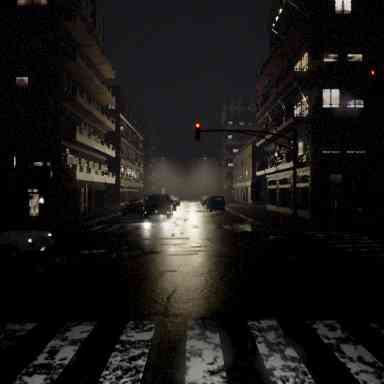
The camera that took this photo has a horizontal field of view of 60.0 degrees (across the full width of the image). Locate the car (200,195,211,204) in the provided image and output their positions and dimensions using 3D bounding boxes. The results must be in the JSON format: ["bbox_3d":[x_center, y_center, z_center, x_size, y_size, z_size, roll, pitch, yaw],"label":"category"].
[{"bbox_3d":[2.622,1.419,65.364,1.967,1.590,4.097,0,0,0],"label":"car"}]

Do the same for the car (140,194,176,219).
[{"bbox_3d":[-2.838,1.214,29.364,2.150,2.045,5.566,0,0,0],"label":"car"}]

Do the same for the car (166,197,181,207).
[{"bbox_3d":[-2.790,1.533,51.854,2.033,1.411,5.357,0,0,0],"label":"car"}]

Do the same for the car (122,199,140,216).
[{"bbox_3d":[-5.416,1.432,31.882,1.967,1.590,4.097,0,0,0],"label":"car"}]

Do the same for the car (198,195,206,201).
[{"bbox_3d":[2.641,1.527,87.691,1.947,1.339,4.313,0,0,0],"label":"car"}]

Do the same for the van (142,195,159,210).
[{"bbox_3d":[-5.372,1.329,43.046,1.690,1.788,3.998,0,0,0],"label":"van"}]

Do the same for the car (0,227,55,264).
[{"bbox_3d":[-7.346,1.682,11.438,4.718,1.301,1.895,-1,0,0],"label":"car"}]

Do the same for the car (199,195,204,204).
[{"bbox_3d":[2.614,1.550,54.202,1.947,1.339,4.313,0,0,0],"label":"car"}]

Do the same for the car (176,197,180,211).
[{"bbox_3d":[-2.821,1.553,39.362,1.994,1.385,4.181,0,0,-1],"label":"car"}]

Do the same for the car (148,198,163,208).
[{"bbox_3d":[-5.321,1.568,48.627,1.802,1.307,4.206,0,0,0],"label":"car"}]

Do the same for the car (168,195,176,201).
[{"bbox_3d":[-5.240,1.512,87.697,2.008,1.369,4.403,0,0,0],"label":"car"}]

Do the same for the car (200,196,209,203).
[{"bbox_3d":[2.627,1.520,70.946,1.887,1.381,4.507,0,0,0],"label":"car"}]

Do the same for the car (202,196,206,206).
[{"bbox_3d":[2.697,1.533,43.040,1.887,1.381,4.507,0,0,0],"label":"car"}]

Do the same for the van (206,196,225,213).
[{"bbox_3d":[2.727,1.331,36.836,1.690,1.788,3.998,0,0,0],"label":"van"}]

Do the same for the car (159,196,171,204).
[{"bbox_3d":[-5.259,1.524,65.371,1.887,1.381,4.507,0,0,0],"label":"car"}]
